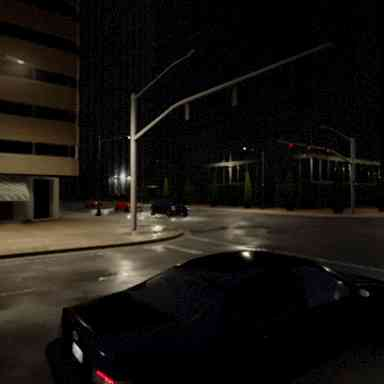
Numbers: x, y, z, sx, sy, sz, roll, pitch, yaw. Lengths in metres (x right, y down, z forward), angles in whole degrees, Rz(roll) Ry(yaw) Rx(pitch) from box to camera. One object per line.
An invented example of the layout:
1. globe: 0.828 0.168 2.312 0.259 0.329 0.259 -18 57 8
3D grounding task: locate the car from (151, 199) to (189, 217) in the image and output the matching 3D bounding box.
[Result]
1. car: -2.270 1.519 33.368 2.097 1.767 4.553 0 0 -37

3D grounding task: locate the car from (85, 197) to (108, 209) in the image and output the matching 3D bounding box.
1. car: -14.047 1.538 48.801 2.097 1.767 4.553 0 0 -37

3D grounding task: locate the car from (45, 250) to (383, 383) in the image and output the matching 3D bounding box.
1. car: 0.944 1.567 4.628 5.357 1.411 2.033 0 0 -36

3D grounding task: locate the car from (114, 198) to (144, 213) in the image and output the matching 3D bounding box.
1. car: -7.657 1.528 40.420 2.097 1.767 4.553 0 0 -37
